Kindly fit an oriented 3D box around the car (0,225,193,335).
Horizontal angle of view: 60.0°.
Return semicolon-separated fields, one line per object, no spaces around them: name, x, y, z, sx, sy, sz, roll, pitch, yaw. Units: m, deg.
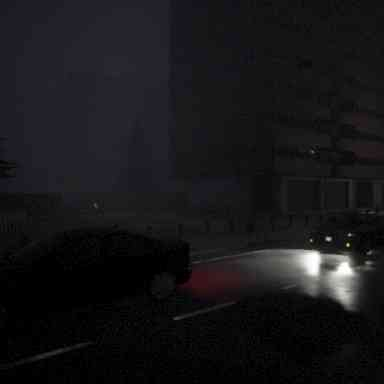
car;-2.308;1.473;6.701;5.008;1.535;1.882;0;0;-36

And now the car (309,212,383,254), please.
car;6.576;1.530;13.347;4.181;1.385;1.994;0;0;-37
